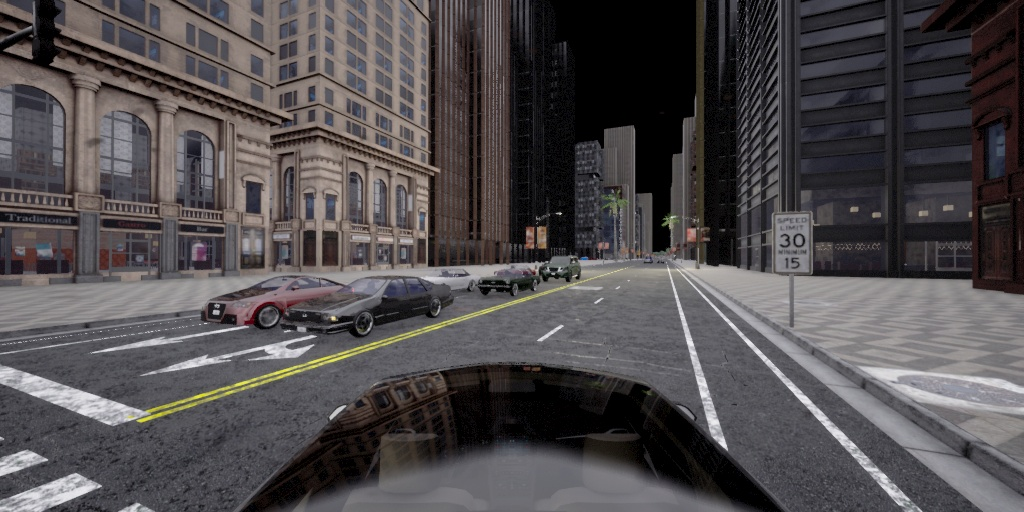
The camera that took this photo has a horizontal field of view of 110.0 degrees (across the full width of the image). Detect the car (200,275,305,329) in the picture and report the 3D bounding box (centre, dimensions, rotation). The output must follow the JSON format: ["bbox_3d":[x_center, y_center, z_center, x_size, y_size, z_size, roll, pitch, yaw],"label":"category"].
[{"bbox_3d":[-7.057,1.316,11.337,1.994,1.385,4.181,0,0,23],"label":"car"}]

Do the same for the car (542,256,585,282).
[{"bbox_3d":[4.158,0.987,29.357,2.150,2.045,5.566,0,0,23],"label":"car"}]

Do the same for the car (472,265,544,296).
[{"bbox_3d":[-0.040,1.358,19.519,1.895,1.301,4.718,0,0,23],"label":"car"}]

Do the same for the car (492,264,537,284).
[{"bbox_3d":[0.283,1.364,28.561,1.895,1.301,4.718,0,0,23],"label":"car"}]

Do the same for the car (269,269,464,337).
[{"bbox_3d":[-3.800,1.299,10.698,2.033,1.411,5.357,0,0,23],"label":"car"}]

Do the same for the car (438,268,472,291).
[{"bbox_3d":[-3.626,1.357,19.398,1.895,1.301,4.718,0,0,23],"label":"car"}]

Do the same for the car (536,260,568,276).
[{"bbox_3d":[4.319,1.251,37.935,1.882,1.535,5.008,0,0,24],"label":"car"}]
